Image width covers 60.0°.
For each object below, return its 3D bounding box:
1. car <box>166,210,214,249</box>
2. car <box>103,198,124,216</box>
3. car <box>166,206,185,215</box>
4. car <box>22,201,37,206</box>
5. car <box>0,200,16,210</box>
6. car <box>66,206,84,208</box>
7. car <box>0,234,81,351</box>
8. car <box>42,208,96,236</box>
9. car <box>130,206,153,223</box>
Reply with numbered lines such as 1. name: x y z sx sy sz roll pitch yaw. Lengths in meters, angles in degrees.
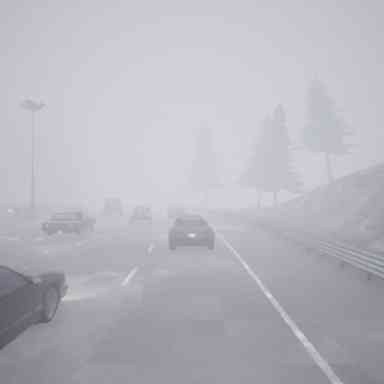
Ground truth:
1. car: -0.066 1.778 15.680 1.994 1.385 4.181 0 -1 -2
2. car: -9.654 1.776 40.933 2.150 2.045 5.566 0 -1 -11
3. car: -1.660 2.075 35.020 1.895 1.301 4.718 0 -1 -8
4. car: -28.808 2.298 59.078 2.128 1.511 4.902 0 -1 -17
5. car: -31.944 2.128 57.445 2.097 1.767 4.553 0 -1 -17
6. car: -12.258 2.074 35.010 1.895 1.301 4.718 0 -1 -8
7. car: -3.414 1.607 4.295 2.033 1.411 5.357 0 -1 0
8. car: -7.224 1.873 20.088 1.895 1.301 4.718 0 -1 -3
9. car: -4.528 1.952 29.898 2.033 1.411 5.357 0 -1 -6
